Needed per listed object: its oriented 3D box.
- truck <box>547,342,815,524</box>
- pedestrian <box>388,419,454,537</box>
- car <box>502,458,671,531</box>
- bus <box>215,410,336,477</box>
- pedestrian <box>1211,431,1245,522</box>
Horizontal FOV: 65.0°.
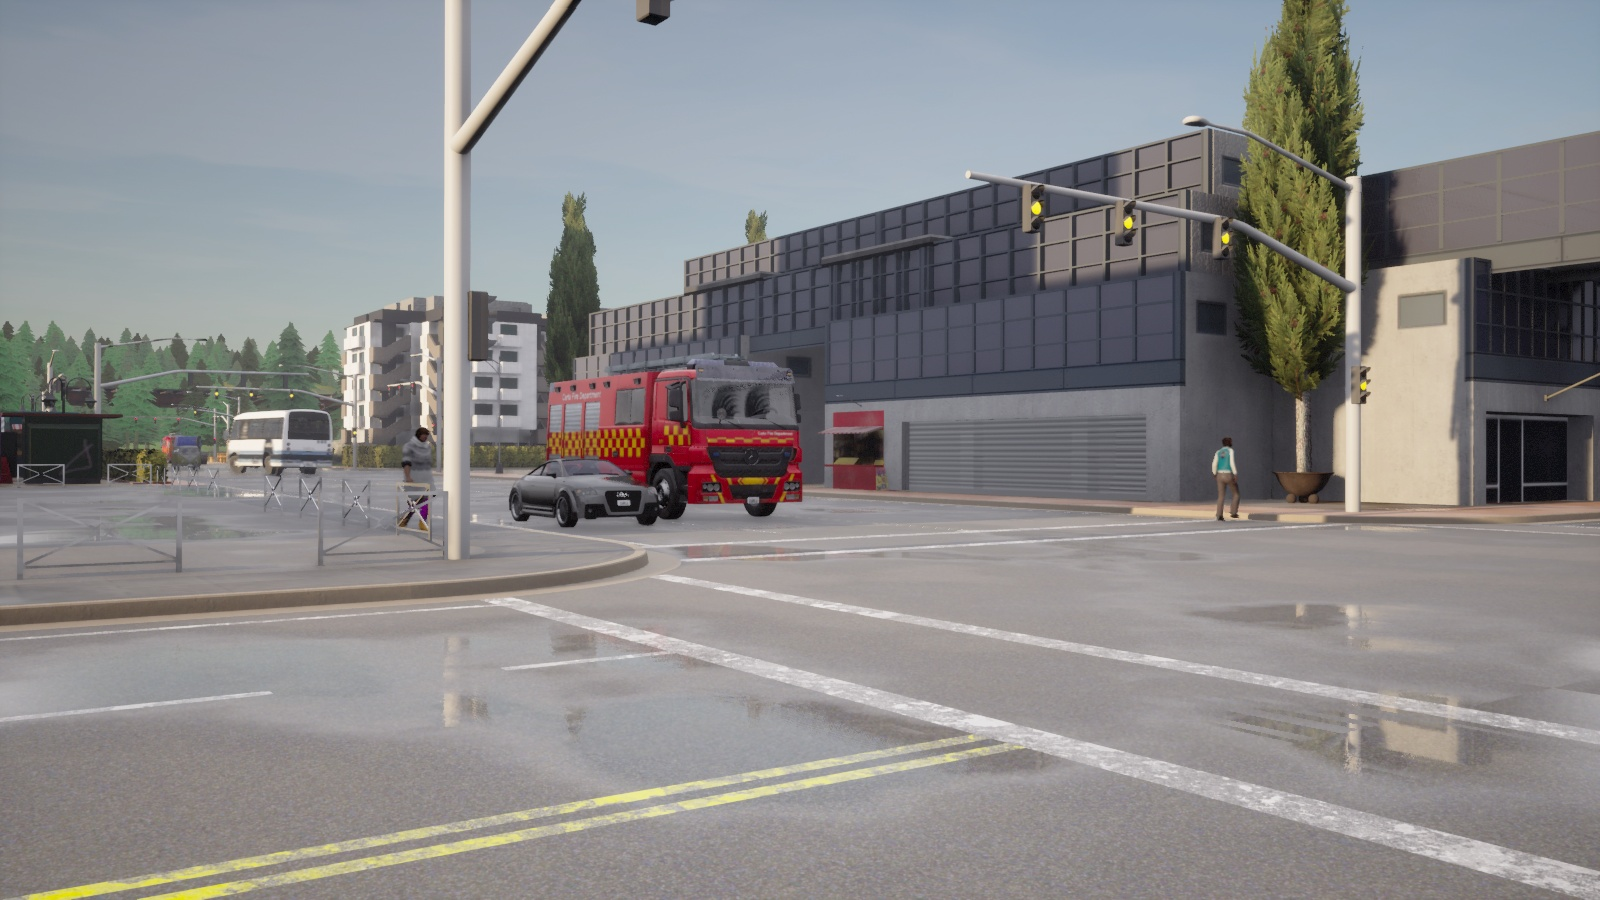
[{"bbox_3d":[-3.203,-0.338,30.756,2.891,3.827,8.468,0,0,-33],"label":"truck"},{"bbox_3d":[-6.425,0.469,21.294,0.873,1.952,0.659,0,0,35],"label":"pedestrian"},{"bbox_3d":[-4.589,0.883,26.522,1.994,1.385,4.181,0,0,-34],"label":"car"},{"bbox_3d":[-35.639,-0.348,85.093,3.944,4.253,10.273,2,-1,-45],"label":"bus"},{"bbox_3d":[9.249,0.570,27.109,0.692,1.930,0.396,0,0,-41],"label":"pedestrian"}]
